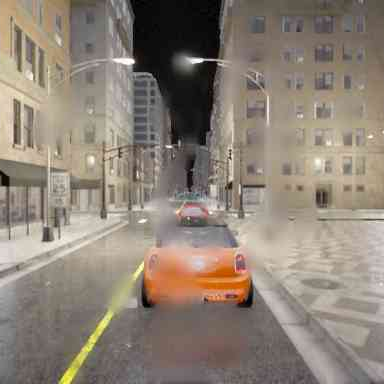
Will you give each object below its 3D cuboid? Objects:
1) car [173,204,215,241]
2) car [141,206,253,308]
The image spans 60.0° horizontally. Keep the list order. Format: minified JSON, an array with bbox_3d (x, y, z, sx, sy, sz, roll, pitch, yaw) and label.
[{"bbox_3d":[0.094,1.468,17.691,1.882,1.535,5.008,0,0,0],"label":"car"},{"bbox_3d":[0.094,1.348,8.091,2.097,1.767,4.553,0,0,0],"label":"car"}]
